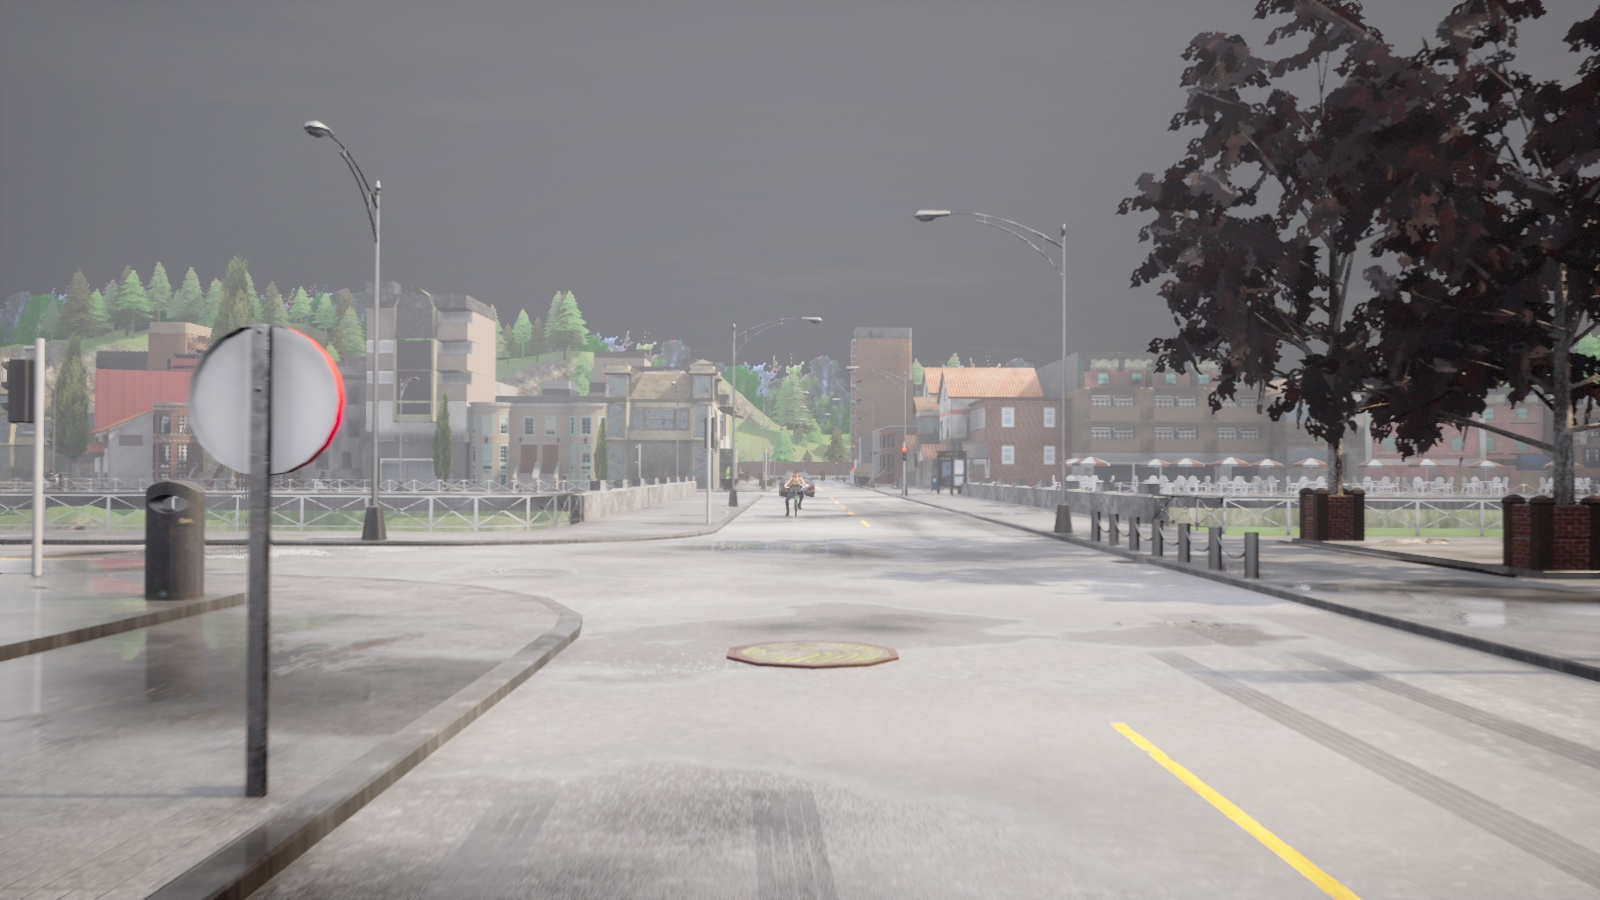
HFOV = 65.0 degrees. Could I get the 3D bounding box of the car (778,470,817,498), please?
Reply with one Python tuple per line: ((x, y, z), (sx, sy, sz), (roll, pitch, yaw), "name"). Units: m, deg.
((-0.176, 2.020, 76.104), (2.033, 1.649, 4.856), (0, -1, -4), "car")
